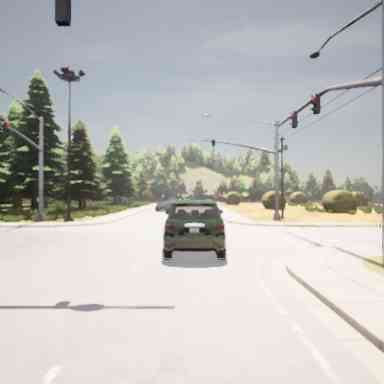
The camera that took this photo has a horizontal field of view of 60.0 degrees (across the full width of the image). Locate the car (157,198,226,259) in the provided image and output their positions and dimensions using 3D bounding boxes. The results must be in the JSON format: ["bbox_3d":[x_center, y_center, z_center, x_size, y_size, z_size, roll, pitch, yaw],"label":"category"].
[{"bbox_3d":[0.086,1.309,13.118,2.150,2.045,5.566,0,0,0],"label":"car"}]

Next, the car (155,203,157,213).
[{"bbox_3d":[-3.585,1.870,42.428,1.994,1.385,4.181,0,0,0],"label":"car"}]

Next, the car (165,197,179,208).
[{"bbox_3d":[-3.545,1.777,58.973,2.097,1.767,4.553,0,0,0],"label":"car"}]
